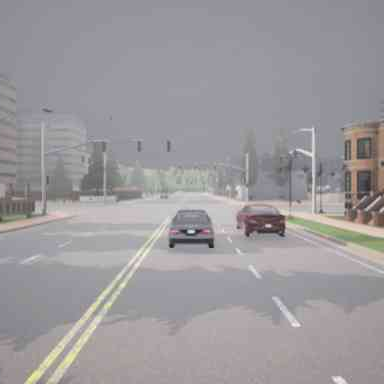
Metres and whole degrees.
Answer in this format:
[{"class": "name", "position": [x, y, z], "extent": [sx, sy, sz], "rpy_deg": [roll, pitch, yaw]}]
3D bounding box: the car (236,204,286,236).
[{"class": "car", "position": [3.512, 1.390, 17.669], "extent": [1.882, 1.535, 5.008], "rpy_deg": [0, 0, 0]}]

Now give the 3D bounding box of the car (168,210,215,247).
[{"class": "car", "position": [-0.007, 1.475, 14.556], "extent": [2.033, 1.411, 5.357], "rpy_deg": [0, 0, 0]}]

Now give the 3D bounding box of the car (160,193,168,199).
[{"class": "car", "position": [-7.198, 1.051, 86.315], "extent": [1.882, 1.535, 5.008], "rpy_deg": [0, 0, 0]}]
